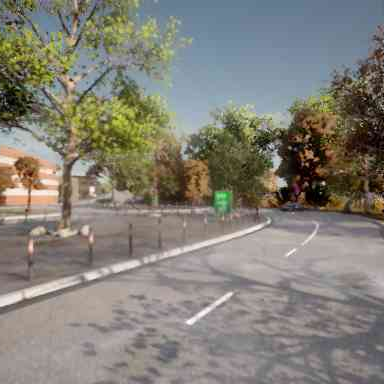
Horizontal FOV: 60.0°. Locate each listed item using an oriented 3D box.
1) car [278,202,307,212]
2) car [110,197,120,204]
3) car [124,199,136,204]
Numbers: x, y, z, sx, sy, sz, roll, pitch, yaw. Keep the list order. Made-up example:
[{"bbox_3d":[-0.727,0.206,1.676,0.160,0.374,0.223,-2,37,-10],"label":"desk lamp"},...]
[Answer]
[{"bbox_3d":[14.707,2.167,48.952,2.033,1.411,5.357,0,-1,-13],"label":"car"},{"bbox_3d":[-21.189,2.641,93.006,1.882,1.535,5.008,0,-1,-10],"label":"car"},{"bbox_3d":[-16.760,2.636,87.647,1.895,1.301,4.718,1,-1,-21],"label":"car"}]
